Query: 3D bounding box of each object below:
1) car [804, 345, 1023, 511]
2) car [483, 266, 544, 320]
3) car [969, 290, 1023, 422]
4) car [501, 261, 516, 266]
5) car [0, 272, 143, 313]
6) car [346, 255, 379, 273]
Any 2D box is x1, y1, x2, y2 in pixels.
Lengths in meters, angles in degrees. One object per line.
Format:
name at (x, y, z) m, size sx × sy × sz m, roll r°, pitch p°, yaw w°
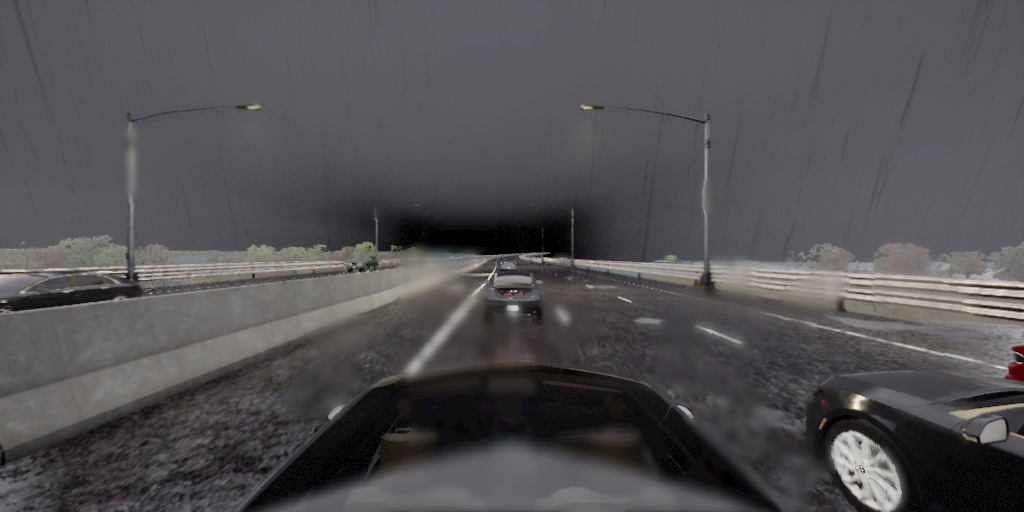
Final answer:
car at (3.593, 1.254, 1.271) m, size 1.837 × 1.490 × 4.892 m, roll 0°, pitch 0°, yaw 0°
car at (0.050, 1.257, 12.558) m, size 1.837 × 1.490 × 4.892 m, roll 0°, pitch 0°, yaw 0°
car at (7.092, 1.226, 2.325) m, size 1.882 × 1.535 × 5.008 m, roll 0°, pitch 0°, yaw 0°
car at (-0.427, 1.313, 43.405) m, size 1.994 × 1.385 × 4.181 m, roll 0°, pitch 0°, yaw -1°
car at (-14.137, 1.259, 10.760) m, size 1.837 × 1.490 × 4.892 m, roll 0°, pitch 0°, yaw 0°
car at (-18.026, 0.886, 43.539) m, size 2.150 × 2.045 × 5.566 m, roll 0°, pitch 0°, yaw -1°
